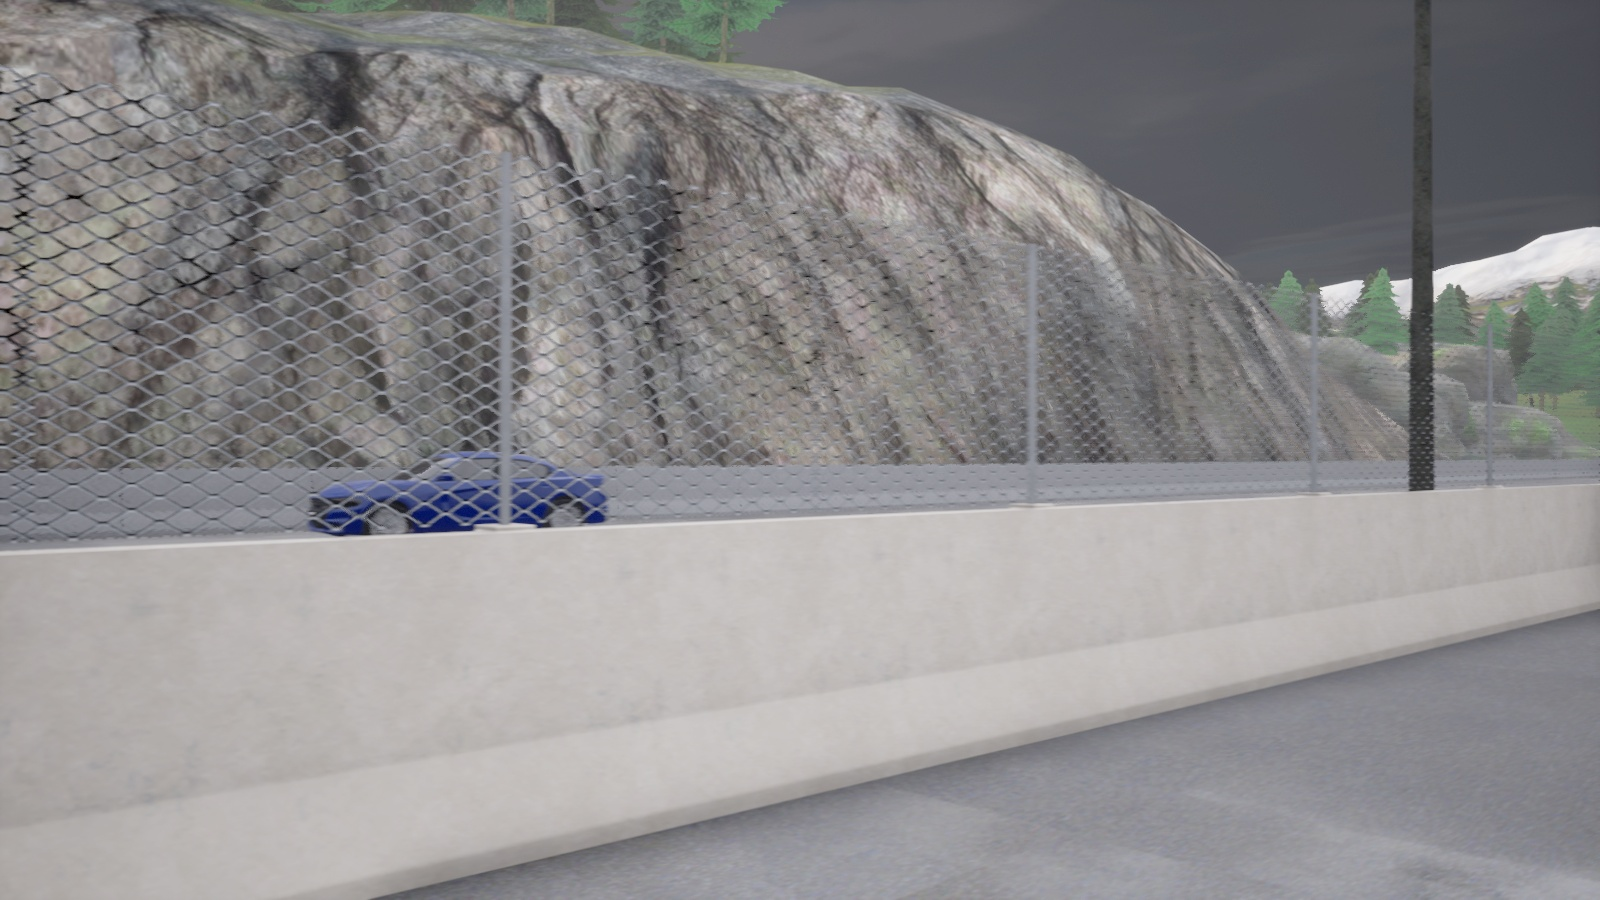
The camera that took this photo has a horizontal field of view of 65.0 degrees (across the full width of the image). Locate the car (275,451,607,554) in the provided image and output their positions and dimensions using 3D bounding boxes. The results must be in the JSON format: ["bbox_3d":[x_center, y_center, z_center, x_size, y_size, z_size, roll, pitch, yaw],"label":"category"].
[{"bbox_3d":[-5.917,0.789,21.060,5.008,1.535,1.882,0,0,-38],"label":"car"}]
